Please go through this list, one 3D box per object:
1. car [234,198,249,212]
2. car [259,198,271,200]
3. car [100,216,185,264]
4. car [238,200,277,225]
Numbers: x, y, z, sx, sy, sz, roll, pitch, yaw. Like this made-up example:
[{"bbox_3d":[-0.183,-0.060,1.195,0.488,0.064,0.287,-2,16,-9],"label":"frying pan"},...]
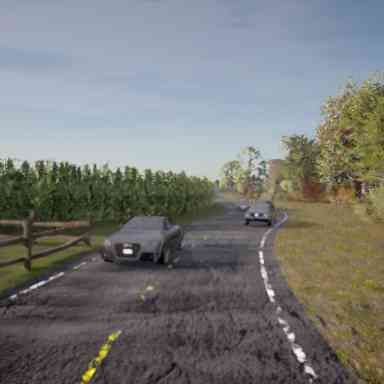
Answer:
[{"bbox_3d":[5.941,1.501,38.782,2.128,1.511,4.902,0,0,9],"label":"car"},{"bbox_3d":[9.388,1.519,43.118,1.837,1.490,4.892,0,0,6],"label":"car"},{"bbox_3d":[-1.538,1.559,11.731,1.994,1.385,4.181,0,0,10],"label":"car"},{"bbox_3d":[5.037,1.565,24.102,2.033,1.411,5.357,0,0,19],"label":"car"}]
